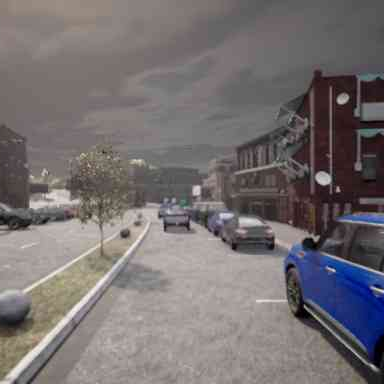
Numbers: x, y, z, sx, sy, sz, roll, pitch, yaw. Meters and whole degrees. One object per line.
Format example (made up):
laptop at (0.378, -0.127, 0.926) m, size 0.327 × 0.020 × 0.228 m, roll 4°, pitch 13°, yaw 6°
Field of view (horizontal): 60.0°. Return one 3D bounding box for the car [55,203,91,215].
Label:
car at (-20.415, 2.910, 57.366) m, size 5.566 × 2.045 × 2.435 m, roll 0°, pitch -2°, yaw -13°

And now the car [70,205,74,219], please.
car at (-16.721, 2.563, 38.759) m, size 4.792 × 1.488 × 2.163 m, roll 0°, pitch -2°, yaw -9°

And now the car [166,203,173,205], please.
car at (-2.608, 2.937, 53.651) m, size 1.882 × 1.535 × 5.008 m, roll 0°, pitch -2°, yaw -11°

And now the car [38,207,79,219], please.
car at (-17.621, 2.764, 44.140) m, size 4.674 × 1.452 × 2.002 m, roll 0°, pitch -2°, yaw -10°

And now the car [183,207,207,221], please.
car at (0.260, 2.424, 37.640) m, size 2.163 × 1.488 × 4.792 m, roll 0°, pitch -2°, yaw -7°

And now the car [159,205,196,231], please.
car at (-1.205, 1.984, 24.631) m, size 2.128 × 1.511 × 4.902 m, roll 0°, pitch -2°, yaw -5°

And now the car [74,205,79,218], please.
car at (-17.113, 2.659, 41.458) m, size 4.792 × 1.488 × 2.163 m, roll 0°, pitch -2°, yaw -9°

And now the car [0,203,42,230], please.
car at (-14.828, 1.794, 25.123) m, size 5.566 × 2.045 × 2.435 m, roll 0°, pitch -2°, yaw -6°

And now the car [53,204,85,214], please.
car at (-17.941, 2.813, 46.857) m, size 5.366 × 1.575 × 1.946 m, roll 0°, pitch -2°, yaw -11°

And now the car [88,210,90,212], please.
car at (-19.743, 3.107, 54.715) m, size 4.792 × 1.488 × 2.163 m, roll 0°, pitch -2°, yaw -12°

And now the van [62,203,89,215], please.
van at (-20.909, 3.015, 60.068) m, size 4.442 × 1.987 × 1.878 m, roll 0°, pitch -2°, yaw -13°

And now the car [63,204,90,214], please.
car at (-21.685, 3.196, 62.713) m, size 4.553 × 1.767 × 2.185 m, roll 0°, pitch -2°, yaw -13°

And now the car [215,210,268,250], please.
car at (2.484, 1.772, 15.556) m, size 2.002 × 1.452 × 4.674 m, roll 0°, pitch -1°, yaw -3°

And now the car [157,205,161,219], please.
car at (-3.378, 2.680, 41.900) m, size 1.895 × 1.301 × 4.718 m, roll 0°, pitch -2°, yaw -9°

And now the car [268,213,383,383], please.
car at (2.967, 1.282, 4.527) m, size 2.435 × 2.045 × 5.566 m, roll 0°, pitch -1°, yaw -1°

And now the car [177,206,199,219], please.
car at (-0.576, 2.584, 43.067) m, size 2.097 × 1.535 × 5.008 m, roll 0°, pitch -2°, yaw -9°

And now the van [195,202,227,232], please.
van at (1.590, 1.800, 26.737) m, size 1.878 × 1.987 × 4.442 m, roll 0°, pitch -2°, yaw -5°

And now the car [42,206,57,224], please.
car at (-15.463, 2.259, 30.540) m, size 4.792 × 1.488 × 2.163 m, roll 0°, pitch -2°, yaw -7°

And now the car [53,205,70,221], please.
car at (-16.264, 2.436, 36.068) m, size 4.892 × 1.521 × 2.231 m, roll 0°, pitch -2°, yaw -8°

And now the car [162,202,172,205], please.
car at (-4.721, 2.992, 63.393) m, size 2.150 × 2.045 × 5.566 m, roll 0°, pitch -2°, yaw -13°

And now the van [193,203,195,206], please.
van at (0.969, 1.979, 32.238) m, size 1.878 × 1.987 × 4.442 m, roll 0°, pitch -2°, yaw -6°
